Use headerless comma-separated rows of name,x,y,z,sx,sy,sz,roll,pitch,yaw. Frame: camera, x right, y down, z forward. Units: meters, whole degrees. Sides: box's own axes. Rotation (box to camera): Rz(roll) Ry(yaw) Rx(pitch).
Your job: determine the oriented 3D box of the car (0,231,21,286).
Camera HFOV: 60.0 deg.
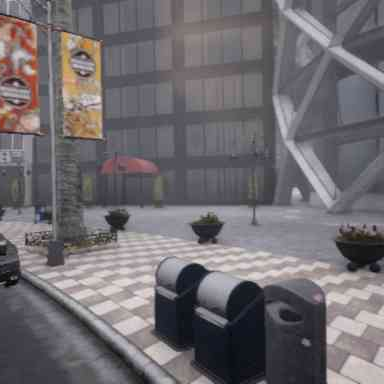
car,-5.824,1.475,8.215,1.837,1.490,4.892,-2,1,-45
